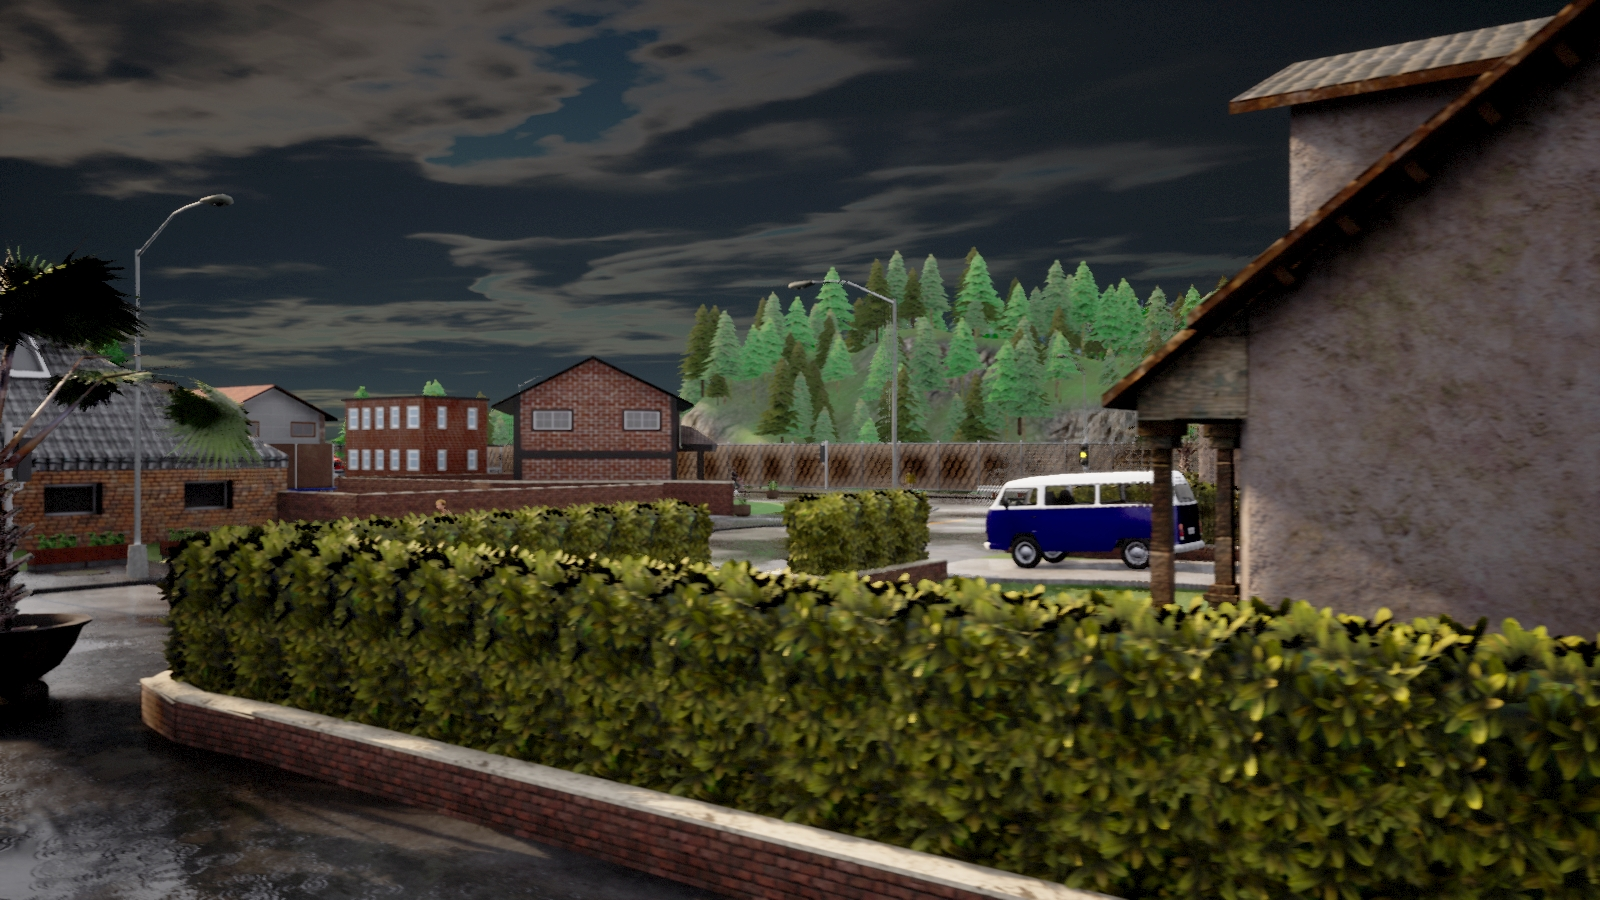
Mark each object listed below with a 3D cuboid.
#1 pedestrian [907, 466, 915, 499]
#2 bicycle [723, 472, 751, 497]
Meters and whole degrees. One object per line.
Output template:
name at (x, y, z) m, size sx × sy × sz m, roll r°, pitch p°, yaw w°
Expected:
pedestrian at (6.247, 1.835, 64.183) m, size 0.375 × 1.860 × 0.375 m, roll 0°, pitch 0°, yaw 15°
bicycle at (-3.702, 2.043, 67.472) m, size 1.835 × 1.471 × 0.329 m, roll 0°, pitch 0°, yaw 35°
